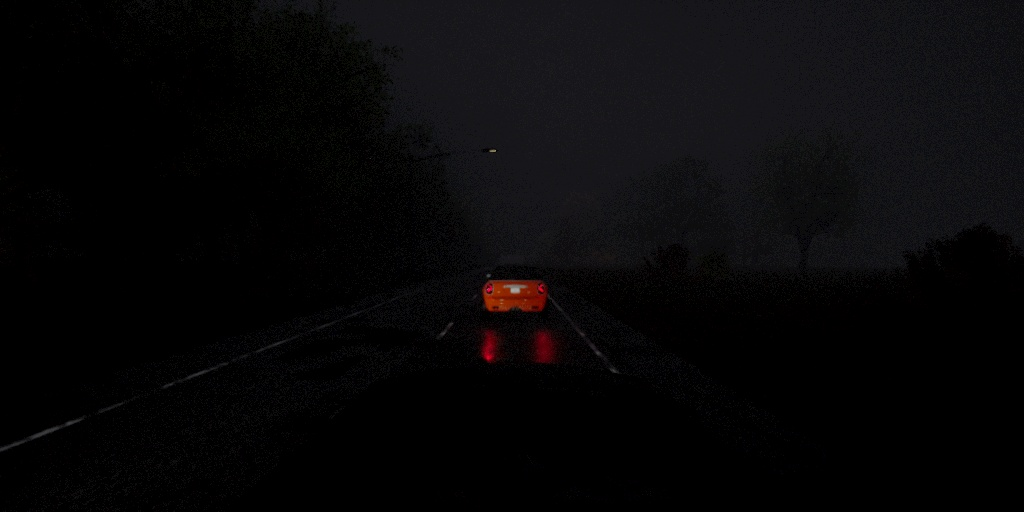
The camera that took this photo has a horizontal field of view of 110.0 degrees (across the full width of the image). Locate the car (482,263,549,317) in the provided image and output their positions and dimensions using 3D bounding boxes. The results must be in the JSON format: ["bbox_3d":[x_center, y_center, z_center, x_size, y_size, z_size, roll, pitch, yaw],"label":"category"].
[{"bbox_3d":[0.101,1.043,12.927,2.097,1.767,4.553,0,0,0],"label":"car"}]
